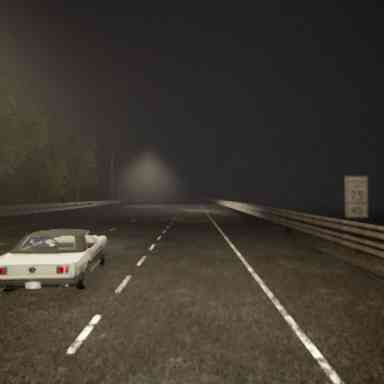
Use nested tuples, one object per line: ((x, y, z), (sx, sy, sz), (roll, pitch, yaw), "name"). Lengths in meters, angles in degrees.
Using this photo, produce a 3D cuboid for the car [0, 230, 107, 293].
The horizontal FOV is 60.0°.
((-3.567, 1.688, 9.174), (1.895, 1.301, 4.718), (0, -1, -6), "car")
